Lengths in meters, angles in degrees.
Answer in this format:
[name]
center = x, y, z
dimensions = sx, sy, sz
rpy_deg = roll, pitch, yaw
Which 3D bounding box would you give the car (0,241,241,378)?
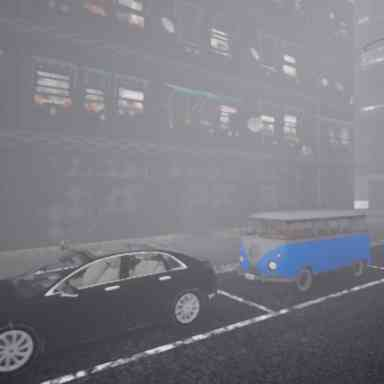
[car]
center = -1.555, 1.561, 5.421
dimensions = 4.403, 1.369, 2.008
rpy_deg = 0, -1, -35

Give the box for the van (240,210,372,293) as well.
[van]
center = 3.005, 1.379, 8.676
dimensions = 3.998, 1.788, 1.690
rpy_deg = 0, -1, -35
